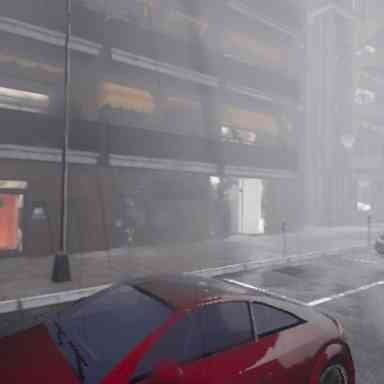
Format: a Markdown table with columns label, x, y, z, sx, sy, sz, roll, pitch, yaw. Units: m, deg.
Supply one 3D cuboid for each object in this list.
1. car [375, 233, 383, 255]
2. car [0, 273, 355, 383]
| label | x | y | z | sx | sy | sz | roll | pitch | yaw |
| --- | --- | --- | --- | --- | --- | --- | --- | --- | --- |
| car | 8.699 | 1.719 | 12.738 | 4.206 | 1.307 | 1.802 | 1 | 0 | -35 |
| car | -0.337 | 1.578 | 3.131 | 4.181 | 1.385 | 1.994 | 1 | 0 | -35 |
